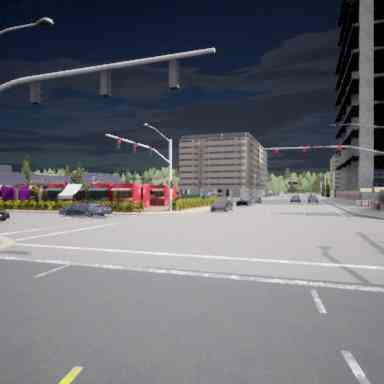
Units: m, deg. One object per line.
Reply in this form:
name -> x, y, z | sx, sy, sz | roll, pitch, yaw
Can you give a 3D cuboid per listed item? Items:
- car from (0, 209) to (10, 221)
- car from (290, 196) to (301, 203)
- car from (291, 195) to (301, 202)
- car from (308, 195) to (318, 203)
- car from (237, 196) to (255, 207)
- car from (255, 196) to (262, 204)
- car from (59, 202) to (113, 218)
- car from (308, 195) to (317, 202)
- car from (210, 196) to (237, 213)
car -> -16.472, 1.617, 26.100 | 4.181, 1.385, 1.994 | 0, 0, 19
car -> 21.531, 1.549, 69.256 | 1.994, 1.385, 4.181 | 0, 0, 19
car -> 24.609, 1.533, 78.480 | 2.033, 1.411, 5.357 | 0, 0, 19
car -> 24.740, 1.535, 67.821 | 2.033, 1.411, 5.357 | 0, 0, 19
car -> 8.107, 1.597, 51.609 | 1.895, 1.301, 4.718 | 0, 0, 19
car -> 12.197, 1.485, 63.649 | 2.128, 1.511, 4.902 | 0, 0, 19
car -> -9.901, 1.600, 30.869 | 5.357, 1.411, 2.033 | 0, 0, 28
car -> 28.031, 1.518, 77.677 | 1.812, 1.442, 4.674 | 0, 0, 19
car -> 3.439, 1.501, 37.731 | 1.837, 1.490, 4.892 | 0, 0, 19
